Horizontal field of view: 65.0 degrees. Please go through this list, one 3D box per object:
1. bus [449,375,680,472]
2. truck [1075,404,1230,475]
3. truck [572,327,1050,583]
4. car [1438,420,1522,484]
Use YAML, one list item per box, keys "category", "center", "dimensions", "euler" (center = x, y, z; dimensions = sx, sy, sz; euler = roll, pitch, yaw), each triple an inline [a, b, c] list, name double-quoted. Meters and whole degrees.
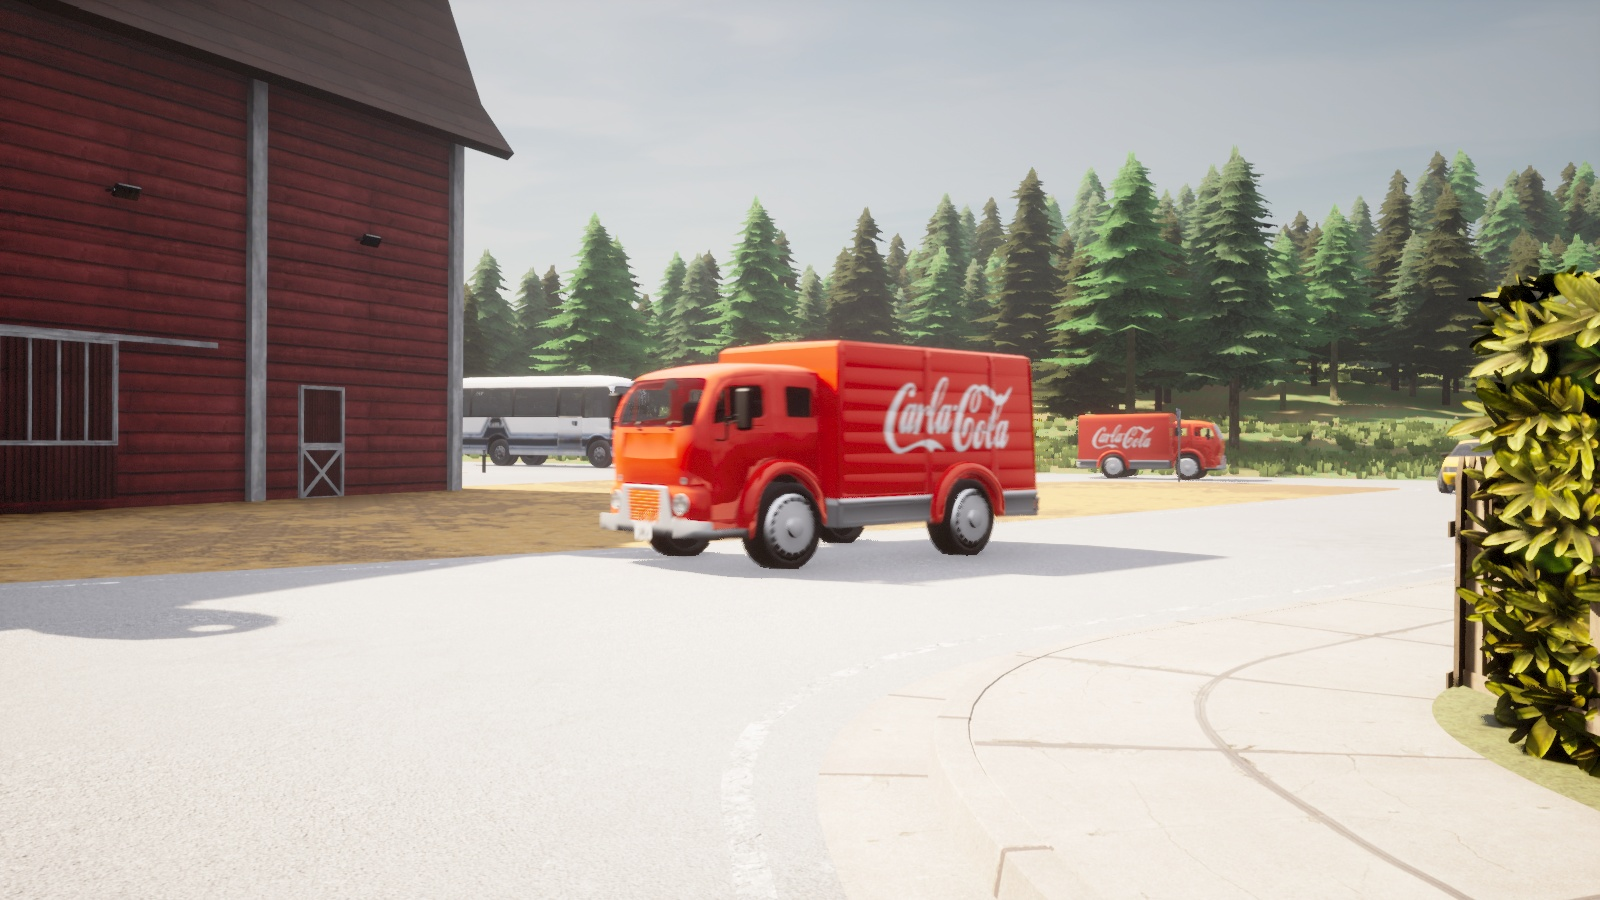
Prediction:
- category: "bus"
  center: [-11.111, -1.139, 59.087]
  dimensions: [10.273, 4.253, 3.944]
  euler: [0, 0, 26]
- category: "truck"
  center: [13.303, -0.371, 47.316]
  dimensions: [5.204, 2.467, 2.627]
  euler: [-1, 0, 25]
- category: "truck"
  center: [0.276, 0.003, 14.827]
  dimensions: [5.204, 2.467, 2.627]
  euler: [-1, 1, -42]
- category: "car"
  center: [18.522, 0.015, 34.083]
  dimensions: [1.801, 1.575, 5.366]
  euler: [0, 1, 31]
